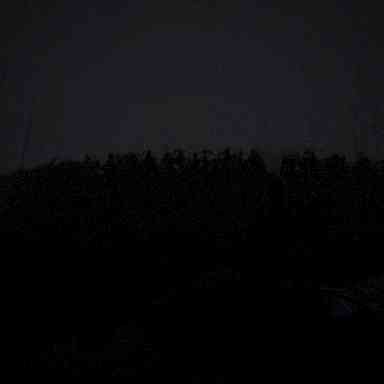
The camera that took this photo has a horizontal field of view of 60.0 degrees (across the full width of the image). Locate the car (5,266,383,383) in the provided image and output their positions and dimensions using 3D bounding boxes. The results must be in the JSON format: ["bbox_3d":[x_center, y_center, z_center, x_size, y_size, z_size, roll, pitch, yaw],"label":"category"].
[{"bbox_3d":[0.410,1.556,3.371,4.181,1.385,1.994,0,0,-36],"label":"car"}]
